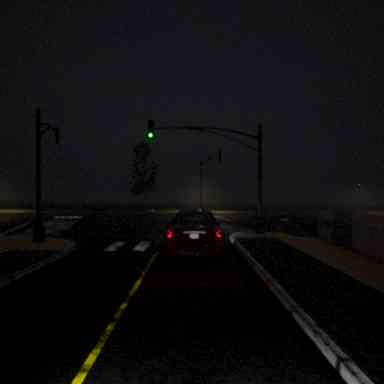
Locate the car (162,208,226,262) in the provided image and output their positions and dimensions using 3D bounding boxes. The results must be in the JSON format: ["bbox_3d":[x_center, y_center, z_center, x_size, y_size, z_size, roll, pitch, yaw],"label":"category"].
[{"bbox_3d":[0.113,1.430,12.675,2.097,1.767,4.553,0,0,1],"label":"car"}]
